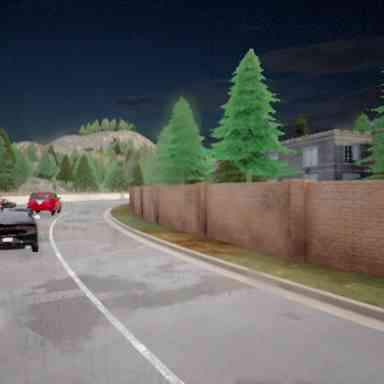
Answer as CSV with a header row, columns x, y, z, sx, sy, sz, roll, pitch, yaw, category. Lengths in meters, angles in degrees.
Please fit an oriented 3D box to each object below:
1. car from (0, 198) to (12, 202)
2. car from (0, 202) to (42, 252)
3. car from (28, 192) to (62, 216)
x,y,z,sx,sy,sz,roll,pitch,yaw,category
-16.463,1.286,28.617,2.128,1.511,4.902,0,0,-15,car
-7.082,1.387,13.030,1.882,1.535,5.008,0,0,-26,car
-13.350,1.022,30.368,2.150,2.045,5.566,0,0,-14,car
